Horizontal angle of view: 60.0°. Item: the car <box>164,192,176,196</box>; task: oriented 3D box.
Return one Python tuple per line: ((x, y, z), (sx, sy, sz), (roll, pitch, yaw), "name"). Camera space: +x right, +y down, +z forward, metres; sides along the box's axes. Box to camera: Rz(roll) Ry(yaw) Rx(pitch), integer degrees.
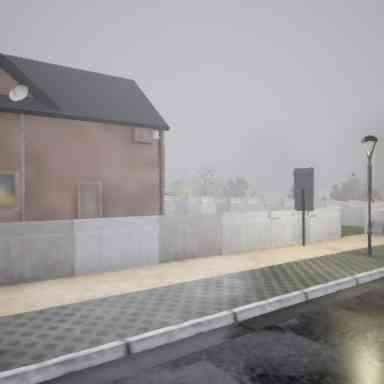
((-4.587, 0.793, 49.501), (4.902, 1.511, 2.128), (1, 1, 30), "car")
